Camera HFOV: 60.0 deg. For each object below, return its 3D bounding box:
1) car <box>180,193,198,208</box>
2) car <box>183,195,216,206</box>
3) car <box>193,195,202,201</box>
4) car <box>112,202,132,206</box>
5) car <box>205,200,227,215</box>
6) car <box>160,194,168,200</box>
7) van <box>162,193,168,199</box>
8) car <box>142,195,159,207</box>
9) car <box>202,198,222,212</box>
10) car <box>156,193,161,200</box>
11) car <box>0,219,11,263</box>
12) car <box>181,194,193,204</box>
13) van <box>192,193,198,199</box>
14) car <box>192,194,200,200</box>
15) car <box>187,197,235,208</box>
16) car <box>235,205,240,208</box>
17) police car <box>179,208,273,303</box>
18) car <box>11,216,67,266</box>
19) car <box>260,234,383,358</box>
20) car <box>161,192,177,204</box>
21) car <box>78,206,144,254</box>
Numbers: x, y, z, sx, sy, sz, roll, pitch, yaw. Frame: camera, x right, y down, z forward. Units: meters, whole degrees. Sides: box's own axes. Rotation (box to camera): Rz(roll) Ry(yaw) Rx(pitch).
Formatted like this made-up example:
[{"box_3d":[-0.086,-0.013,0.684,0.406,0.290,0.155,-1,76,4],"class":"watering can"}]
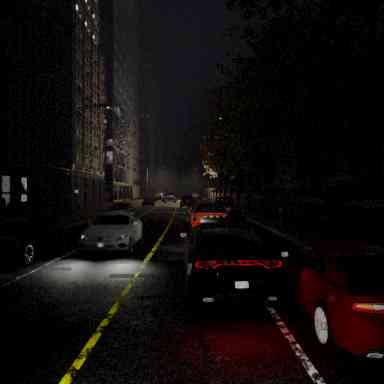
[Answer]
[{"box_3d":[-0.598,1.269,46.379,2.097,1.767,4.553,0,0,-1],"class":"car"},{"box_3d":[0.696,1.328,24.399,2.097,1.767,4.553,0,0,1],"class":"car"},{"box_3d":[1.281,1.375,78.323,2.008,1.369,4.403,0,0,-1],"class":"car"},{"box_3d":[-5.993,1.532,28.341,1.947,1.339,4.313,0,0,-1],"class":"car"},{"box_3d":[2.397,1.535,33.860,1.802,1.307,4.206,0,0,-1],"class":"car"},{"box_3d":[-7.527,1.336,89.490,2.008,1.369,4.403,0,0,-1],"class":"car"},{"box_3d":[-7.665,1.106,95.049,1.690,1.788,3.998,0,0,-1],"class":"van"},{"box_3d":[-6.551,1.486,50.581,1.802,1.307,4.206,0,0,-1],"class":"car"},{"box_3d":[2.257,1.488,39.417,2.008,1.369,4.403,0,0,-1],"class":"car"},{"box_3d":[-7.107,1.154,72.813,2.192,1.841,5.009,0,0,-1],"class":"car"},{"box_3d":[-5.824,1.314,6.033,2.192,1.841,5.009,0,0,0],"class":"car"},{"box_3d":[-0.945,1.231,59.606,2.097,1.767,4.553,0,0,-1],"class":"car"},{"box_3d":[0.864,1.108,94.997,1.690,1.788,3.998,0,0,-1],"class":"van"},{"box_3d":[1.003,1.227,89.440,1.967,1.590,4.097,0,0,-1],"class":"car"},{"box_3d":[0.906,1.338,18.350,2.097,1.767,4.553,0,0,0],"class":"car"},{"box_3d":[2.649,1.562,22.735,1.802,1.307,4.206,0,0,-1],"class":"car"},{"box_3d":[0.739,1.423,8.423,1.930,1.638,5.238,0,0,-3],"class":"police car"},{"box_3d":[-5.817,1.561,11.595,1.947,1.339,4.313,0,0,0],"class":"car"},{"box_3d":[2.701,1.544,6.077,1.887,1.381,4.507,0,0,0],"class":"car"},{"box_3d":[-3.958,1.098,60.088,2.150,2.045,5.566,0,0,-1],"class":"car"},{"box_3d":[-3.100,1.519,13.578,1.812,1.442,4.674,0,0,0],"class":"car"}]
